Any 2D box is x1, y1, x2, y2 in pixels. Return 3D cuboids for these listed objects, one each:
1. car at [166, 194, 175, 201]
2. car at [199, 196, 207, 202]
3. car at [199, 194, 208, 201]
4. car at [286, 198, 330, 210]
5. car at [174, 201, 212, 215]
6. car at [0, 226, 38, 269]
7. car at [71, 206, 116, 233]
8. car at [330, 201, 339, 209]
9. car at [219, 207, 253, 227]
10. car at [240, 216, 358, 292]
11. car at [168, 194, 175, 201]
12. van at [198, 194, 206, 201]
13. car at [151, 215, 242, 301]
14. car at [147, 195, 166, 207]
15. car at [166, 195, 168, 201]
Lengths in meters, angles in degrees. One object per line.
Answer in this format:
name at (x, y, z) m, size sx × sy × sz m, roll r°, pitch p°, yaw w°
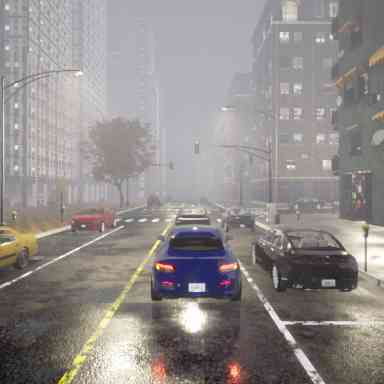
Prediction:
car at (-5.854, 1.410, 90.810) m, size 2.192 × 1.841 × 5.009 m, roll 0°, pitch 0°, yaw 0°
car at (2.548, 1.599, 79.949) m, size 1.752 × 1.417 × 4.829 m, roll 0°, pitch 0°, yaw 0°
car at (2.558, 1.630, 74.256) m, size 1.947 × 1.339 × 4.313 m, roll 0°, pitch 0°, yaw 0°
car at (13.358, 1.359, 39.202) m, size 4.403 × 1.369 × 2.008 m, roll -1°, pitch 1°, yaw -1°
car at (0.048, 1.495, 18.293) m, size 2.128 × 1.511 × 4.902 m, roll 0°, pitch 0°, yaw 0°
car at (-5.703, 1.526, 8.526) m, size 1.752 × 1.417 × 4.829 m, roll 0°, pitch 0°, yaw 0°
car at (-5.723, 1.549, 19.762) m, size 1.887 × 1.381 × 4.507 m, roll 0°, pitch 0°, yaw 0°
car at (18.755, 1.259, 39.267) m, size 4.829 × 1.417 × 1.752 m, roll -1°, pitch 1°, yaw -1°
car at (2.657, 1.555, 19.777) m, size 2.008 × 1.369 × 4.403 m, roll 0°, pitch 0°, yaw 0°
car at (2.677, 1.552, 8.711) m, size 2.008 × 1.369 × 4.403 m, roll 0°, pitch 0°, yaw 0°
car at (-5.843, 1.650, 85.288) m, size 1.947 × 1.339 × 4.313 m, roll 0°, pitch 0°, yaw 0°
van at (2.537, 1.425, 85.303) m, size 1.690 × 1.788 × 3.998 m, roll 0°, pitch 0°, yaw 0°
car at (0.079, 1.526, 8.190) m, size 1.812 × 1.442 × 4.674 m, roll 0°, pitch 0°, yaw 0°
car at (-5.783, 1.349, 52.150) m, size 2.192 × 1.841 × 5.009 m, roll 0°, pitch 0°, yaw 0°
car at (-5.793, 1.607, 57.673) m, size 1.947 × 1.339 × 4.313 m, roll 0°, pitch 0°, yaw 0°
